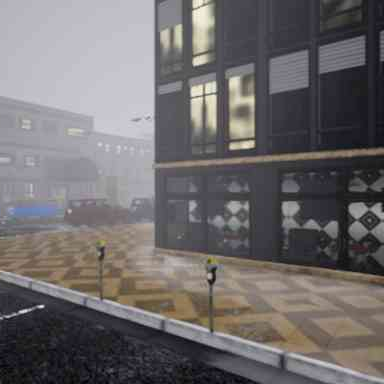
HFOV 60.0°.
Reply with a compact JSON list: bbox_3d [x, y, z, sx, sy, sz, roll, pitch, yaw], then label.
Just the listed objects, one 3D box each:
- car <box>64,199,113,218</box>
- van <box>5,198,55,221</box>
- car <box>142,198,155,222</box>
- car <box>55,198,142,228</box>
[{"bbox_3d":[-9.706,1.515,31.575,1.967,1.590,4.097,-1,0,35],"label":"car"},{"bbox_3d":[-12.903,1.398,27.070,1.690,1.788,3.998,-1,0,35],"label":"van"},{"bbox_3d":[-2.871,1.357,26.729,2.192,1.841,5.009,-1,-1,35],"label":"car"},{"bbox_3d":[-6.067,1.339,22.224,2.192,1.841,5.009,-1,0,35],"label":"car"}]
